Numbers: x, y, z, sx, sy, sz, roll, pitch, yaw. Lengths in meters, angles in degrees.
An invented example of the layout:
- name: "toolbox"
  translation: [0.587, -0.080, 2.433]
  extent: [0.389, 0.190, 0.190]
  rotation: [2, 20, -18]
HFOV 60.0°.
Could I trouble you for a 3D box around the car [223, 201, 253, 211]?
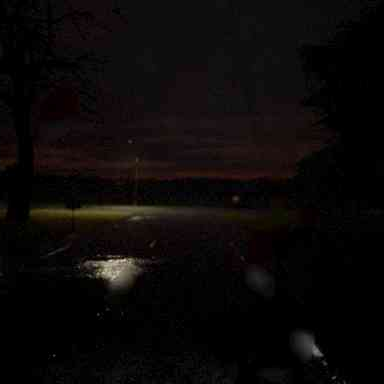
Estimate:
- name: "car"
  translation: [7.592, 2.307, 55.057]
  extent: [4.902, 1.511, 2.128]
  rotation: [2, 0, 0]
